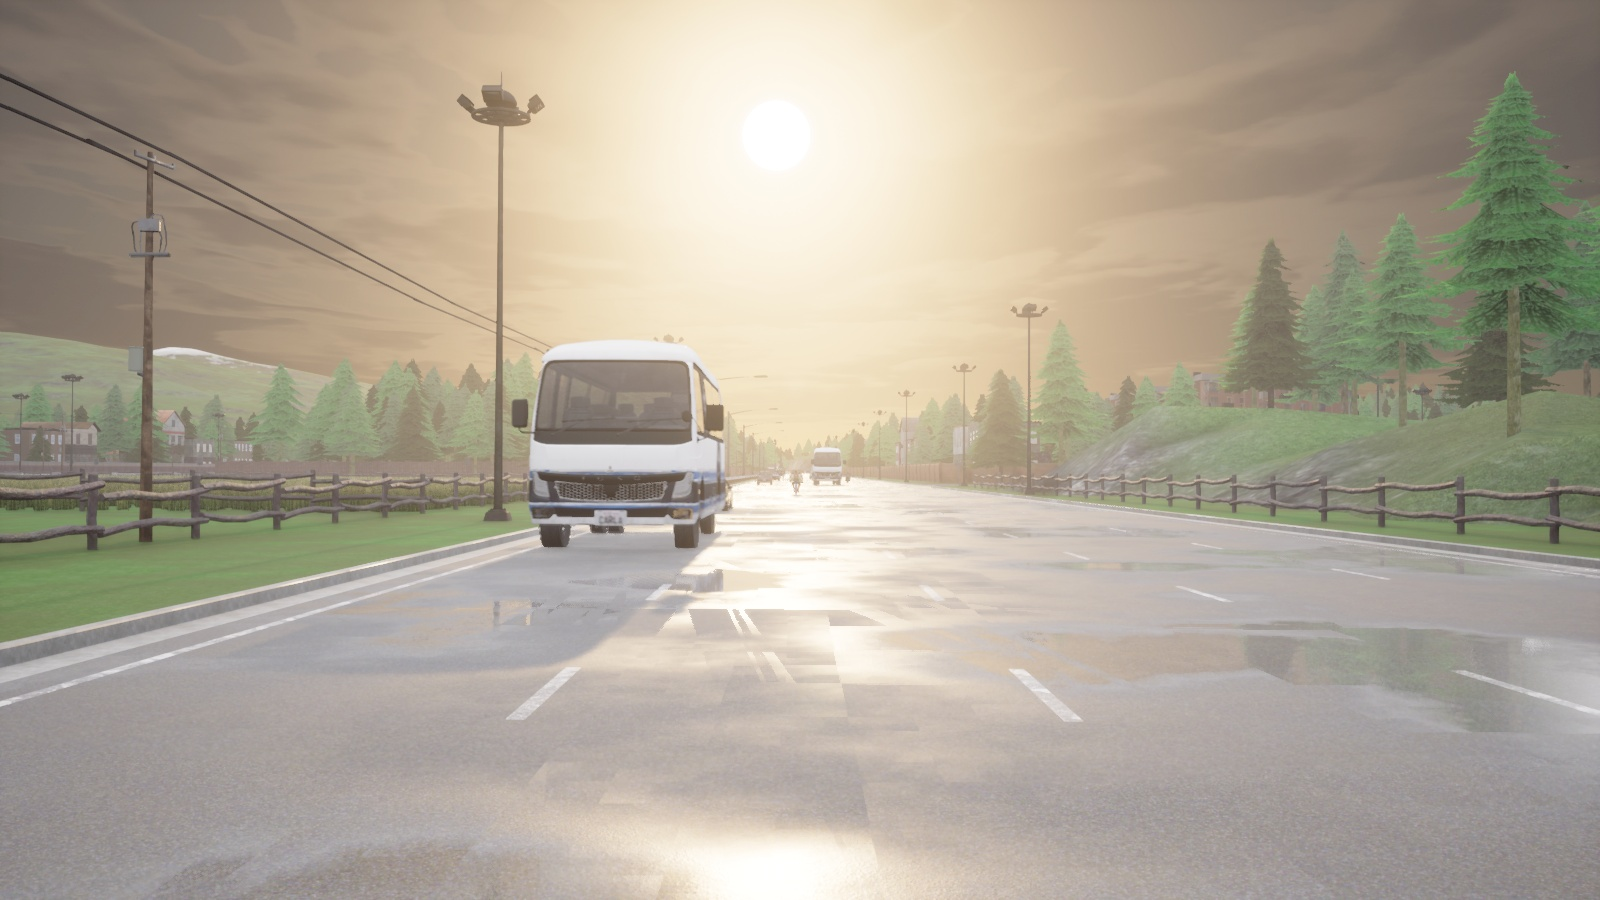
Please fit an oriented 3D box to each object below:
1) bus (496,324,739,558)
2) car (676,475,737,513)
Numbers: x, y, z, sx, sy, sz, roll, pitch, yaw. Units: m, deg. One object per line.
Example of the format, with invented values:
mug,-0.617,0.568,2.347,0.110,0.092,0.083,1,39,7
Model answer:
bus,-3.586,-0.077,28.037,3.944,4.253,10.273,0,-1,0
car,-3.642,1.713,49.877,2.033,1.411,5.357,0,-1,0
